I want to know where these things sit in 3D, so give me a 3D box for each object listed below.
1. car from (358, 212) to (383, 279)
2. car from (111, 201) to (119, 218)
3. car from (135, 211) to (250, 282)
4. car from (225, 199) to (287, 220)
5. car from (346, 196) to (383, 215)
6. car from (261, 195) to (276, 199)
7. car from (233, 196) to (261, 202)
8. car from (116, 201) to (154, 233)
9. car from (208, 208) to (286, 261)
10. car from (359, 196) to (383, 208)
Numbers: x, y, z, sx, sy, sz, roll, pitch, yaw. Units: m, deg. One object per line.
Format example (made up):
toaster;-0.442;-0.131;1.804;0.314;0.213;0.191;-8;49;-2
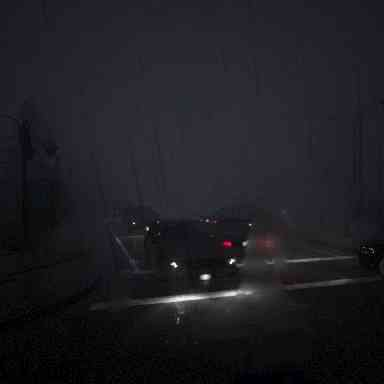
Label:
car;6.785;1.475;7.997;5.008;1.535;1.882;0;0;36
car;-6.313;1.515;30.111;2.033;1.411;5.357;0;0;-17
car;-0.368;1.543;10.140;2.033;1.411;5.357;0;0;-15
car;2.962;1.467;19.218;5.357;1.411;2.033;-4;2;-31
car;15.546;1.355;29.271;1.970;1.475;3.806;0;0;-17
car;10.252;1.277;47.171;2.152;1.636;5.027;0;0;-17
car;7.266;1.287;46.207;2.007;1.523;4.514;0;0;-17
car;-3.127;1.529;19.967;2.033;1.411;5.357;0;0;-17
car;1.430;1.540;12.107;2.033;1.411;5.357;0;0;-4
car;23.819;1.272;43.279;1.845;1.501;3.633;0;0;-17
